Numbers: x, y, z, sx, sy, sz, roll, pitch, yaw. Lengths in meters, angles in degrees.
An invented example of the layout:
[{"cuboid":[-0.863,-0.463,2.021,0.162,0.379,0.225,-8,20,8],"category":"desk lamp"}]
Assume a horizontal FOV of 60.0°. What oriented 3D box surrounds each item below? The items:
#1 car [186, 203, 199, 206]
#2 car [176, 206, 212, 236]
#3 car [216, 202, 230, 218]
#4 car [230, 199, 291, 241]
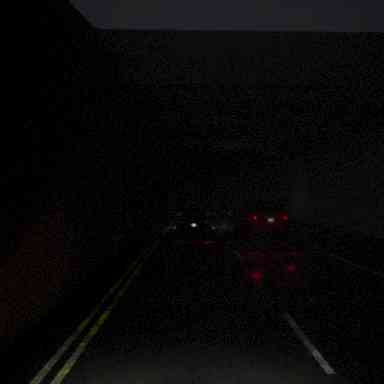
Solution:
[{"cuboid":[0.088,1.874,35.873,1.812,1.442,4.674,0,-1,0],"category":"car"},{"cuboid":[0.101,1.755,19.590,1.994,1.385,4.181,0,-1,0],"category":"car"},{"cuboid":[3.601,1.829,34.776,2.128,1.511,4.902,0,-1,0],"category":"car"},{"cuboid":[3.601,1.396,17.847,2.150,2.045,5.566,0,-1,0],"category":"car"}]
